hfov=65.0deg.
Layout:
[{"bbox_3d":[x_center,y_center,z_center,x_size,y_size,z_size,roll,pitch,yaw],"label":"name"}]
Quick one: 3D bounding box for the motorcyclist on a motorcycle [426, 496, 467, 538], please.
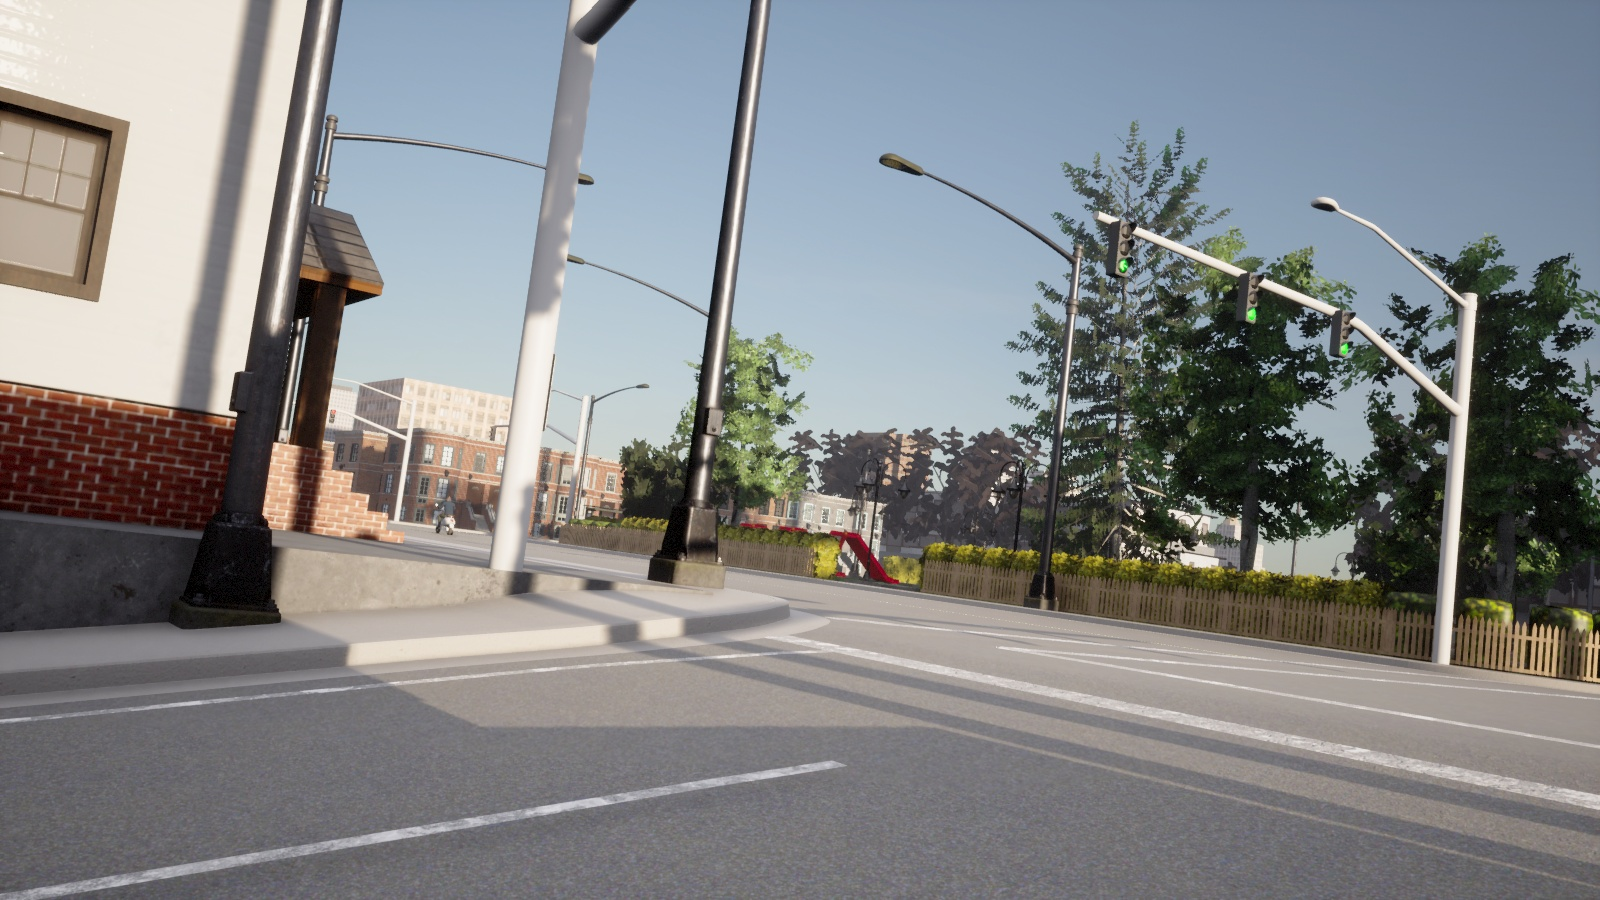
[{"bbox_3d":[-14.753,2.788,52.389,0.866,1.590,1.817,10,-6,-35],"label":"motorcyclist on a motorcycle"}]
